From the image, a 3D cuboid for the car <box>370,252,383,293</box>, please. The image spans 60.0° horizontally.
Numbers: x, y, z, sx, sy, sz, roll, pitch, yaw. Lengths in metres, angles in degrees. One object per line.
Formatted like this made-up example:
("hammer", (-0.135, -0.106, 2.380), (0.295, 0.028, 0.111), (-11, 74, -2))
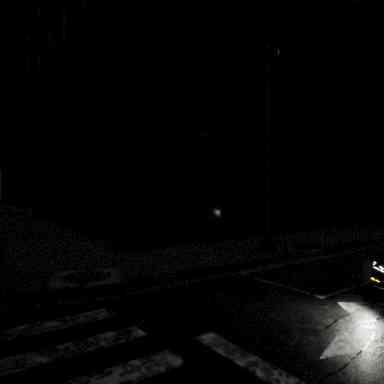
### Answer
("car", (5.984, 1.490, 7.654), (4.892, 1.490, 1.837), (0, 0, -36))
